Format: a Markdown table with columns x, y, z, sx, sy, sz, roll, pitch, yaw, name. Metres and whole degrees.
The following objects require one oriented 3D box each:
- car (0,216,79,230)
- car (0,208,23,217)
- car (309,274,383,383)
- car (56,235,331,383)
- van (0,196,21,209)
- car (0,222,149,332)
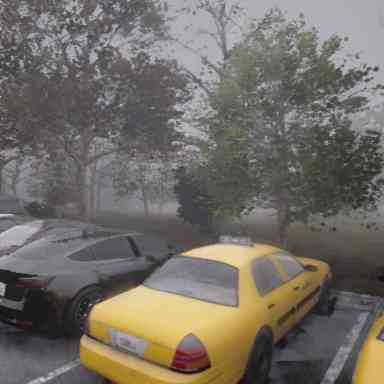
| x | y | z | sx | sy | sz | roll | pitch | yaw | name |
| --- | --- | --- | --- | --- | --- | --- | --- | --- | --- |
| -3.906 | 1.470 | 8.550 | 2.002 | 1.452 | 4.674 | 1 | 0 | 36 | car |
| -6.173 | 1.437 | 10.168 | 2.002 | 1.452 | 4.674 | 1 | 0 | 36 | car |
| 3.119 | 1.478 | 3.763 | 1.946 | 1.575 | 5.366 | 0 | 0 | 36 | car |
| 0.844 | 1.470 | 5.386 | 1.946 | 1.575 | 5.366 | 0 | 0 | 36 | car |
| -8.422 | 1.141 | 11.613 | 1.878 | 1.987 | 4.442 | 1 | 1 | 35 | van |
| -1.521 | 1.487 | 6.880 | 2.163 | 1.488 | 4.792 | 1 | 0 | 36 | car |
